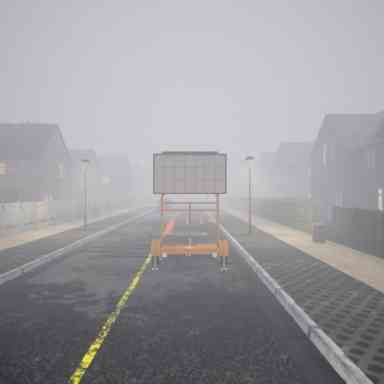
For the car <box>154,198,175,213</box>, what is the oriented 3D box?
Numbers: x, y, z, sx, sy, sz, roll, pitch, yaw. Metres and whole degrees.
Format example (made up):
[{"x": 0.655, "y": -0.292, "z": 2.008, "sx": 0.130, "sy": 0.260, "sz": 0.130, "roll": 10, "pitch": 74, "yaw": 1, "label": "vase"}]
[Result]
[{"x": -3.010, "y": 1.422, "z": 37.188, "sx": 2.097, "sy": 1.767, "sz": 4.553, "roll": 0, "pitch": 0, "yaw": 0, "label": "car"}]

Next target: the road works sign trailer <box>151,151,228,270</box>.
[{"x": -0.069, "y": 0.467, "z": 10.996, "sx": 2.380, "sy": 3.560, "sz": 2.880, "roll": 0, "pitch": 0, "yaw": 0, "label": "road works sign trailer"}]
